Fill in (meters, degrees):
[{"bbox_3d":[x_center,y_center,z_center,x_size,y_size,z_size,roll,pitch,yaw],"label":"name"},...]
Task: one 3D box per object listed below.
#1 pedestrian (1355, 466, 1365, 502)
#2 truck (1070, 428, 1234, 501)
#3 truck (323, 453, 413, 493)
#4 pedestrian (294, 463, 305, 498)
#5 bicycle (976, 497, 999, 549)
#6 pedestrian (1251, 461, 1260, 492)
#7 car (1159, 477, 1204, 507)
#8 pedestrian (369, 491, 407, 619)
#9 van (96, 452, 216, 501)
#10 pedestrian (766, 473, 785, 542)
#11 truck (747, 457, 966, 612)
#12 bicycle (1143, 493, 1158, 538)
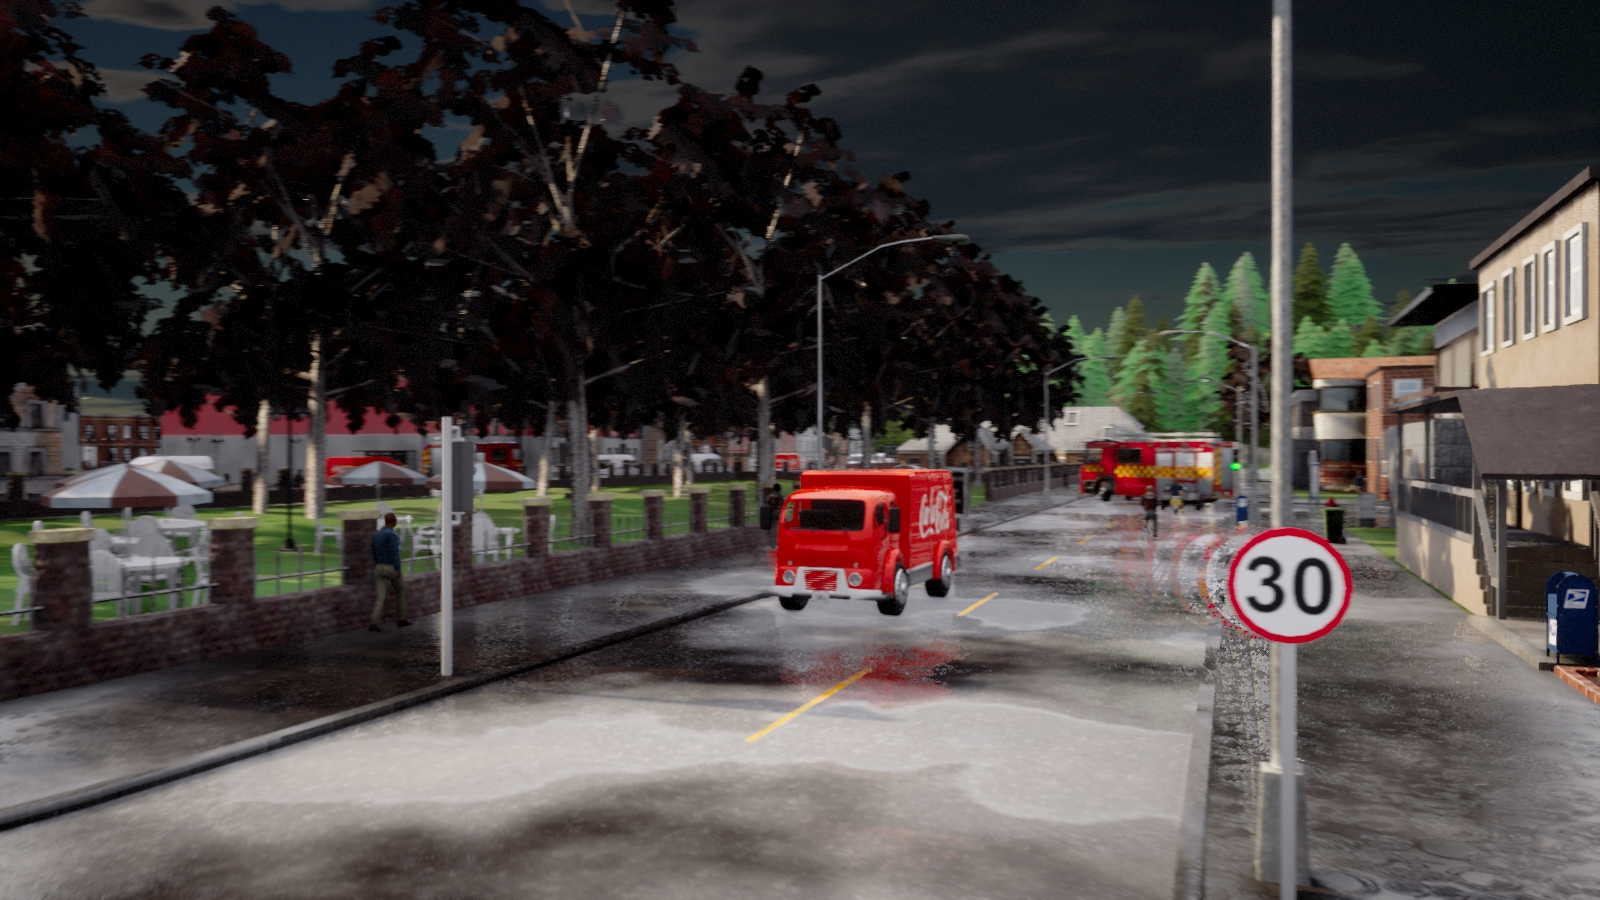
[{"bbox_3d":[28.391,1.723,57.928,0.375,1.860,0.375,0,0,2],"label":"pedestrian"},{"bbox_3d":[19.444,0.771,63.686,2.891,3.827,8.468,0,0,-42],"label":"truck"},{"bbox_3d":[-27.549,1.446,73.069,2.627,2.467,5.204,0,0,21],"label":"truck"},{"bbox_3d":[-26.868,1.610,61.324,0.375,1.860,0.375,0,0,21],"label":"pedestrian"},{"bbox_3d":[5.148,1.985,31.323,0.373,1.296,1.643,0,0,19],"label":"bicycle"},{"bbox_3d":[27.506,1.627,69.039,0.375,1.860,0.375,0,0,44],"label":"pedestrian"},{"bbox_3d":[18.733,2.024,55.998,1.895,1.301,4.718,0,0,21],"label":"car"},{"bbox_3d":[-6.115,1.541,16.960,0.375,1.860,0.375,0,0,19],"label":"pedestrian"},{"bbox_3d":[-35.539,1.400,63.296,1.988,2.561,5.915,0,0,21],"label":"van"},{"bbox_3d":[-0.667,1.572,31.275,0.375,1.860,0.375,0,0,26],"label":"pedestrian"},{"bbox_3d":[1.244,1.381,21.300,2.627,2.467,5.204,0,0,20],"label":"truck"},{"bbox_3d":[10.804,1.996,35.243,0.329,1.271,1.835,0,0,21],"label":"bicycle"}]
